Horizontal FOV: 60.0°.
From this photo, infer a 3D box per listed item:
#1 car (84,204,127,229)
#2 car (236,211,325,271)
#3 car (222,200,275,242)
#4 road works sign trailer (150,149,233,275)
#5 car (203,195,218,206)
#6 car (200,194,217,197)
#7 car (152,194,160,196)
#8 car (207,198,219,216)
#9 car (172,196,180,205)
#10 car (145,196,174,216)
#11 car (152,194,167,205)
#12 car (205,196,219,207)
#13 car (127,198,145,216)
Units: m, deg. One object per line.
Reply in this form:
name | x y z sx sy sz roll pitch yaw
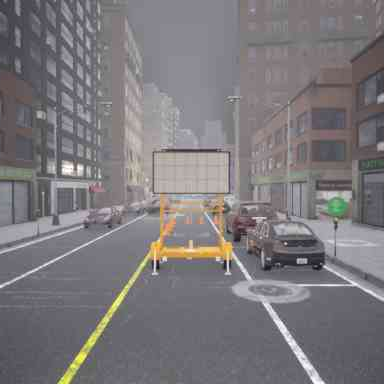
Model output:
car | -5.713 1.577 21.750 1.802 1.307 4.206 -1 0 0
car | 2.831 1.549 10.768 2.008 1.369 4.403 -1 0 0
car | 2.819 1.312 16.274 2.192 1.841 5.009 -1 0 0
road works sign trailer | -0.019 0.462 10.444 2.380 3.560 2.880 0 0 0
car | 2.764 1.544 49.312 1.947 1.339 4.313 -1 0 0
car | 2.754 1.538 54.819 1.947 1.339 4.313 -1 0 0
car | -5.753 1.423 43.781 1.967 1.590 4.097 -1 0 0
car | 2.792 1.557 32.793 1.947 1.339 4.313 -1 0 0
car | -3.103 1.446 57.747 1.882 1.535 5.008 0 0 0
car | -3.159 1.468 32.871 1.882 1.535 5.008 0 0 0
car | -5.784 1.281 60.304 2.192 1.841 5.009 -1 0 0
car | 2.783 1.513 38.469 1.752 1.417 4.829 -1 0 0
car | -5.733 1.573 32.765 1.802 1.307 4.206 -1 0 0
